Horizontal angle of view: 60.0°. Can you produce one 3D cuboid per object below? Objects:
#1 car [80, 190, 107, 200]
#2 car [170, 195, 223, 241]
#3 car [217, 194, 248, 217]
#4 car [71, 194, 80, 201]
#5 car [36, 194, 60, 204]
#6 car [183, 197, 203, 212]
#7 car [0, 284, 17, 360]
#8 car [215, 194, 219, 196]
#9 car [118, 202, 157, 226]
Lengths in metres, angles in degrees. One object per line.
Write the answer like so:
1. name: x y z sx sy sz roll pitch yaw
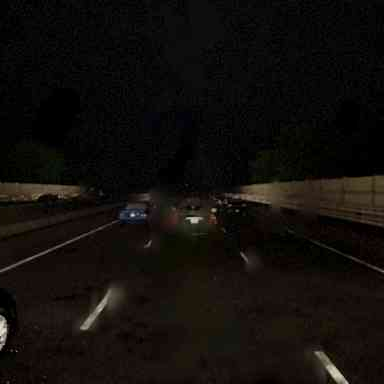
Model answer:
1. car: -14.081 0.769 48.891 2.150 2.045 5.566 0 0 0
2. car: 0.100 1.221 15.907 2.097 1.767 4.553 0 1 0
3. car: 3.556 1.225 28.279 2.128 1.511 4.902 0 1 0
4. car: -17.553 1.073 53.003 2.033 1.411 5.357 0 0 1
5. car: -21.065 1.054 48.810 1.837 1.490 4.892 0 0 0
6. car: 0.100 1.259 35.146 1.895 1.301 4.718 0 1 0
7. car: -3.399 1.484 2.788 1.837 1.490 4.892 0 0 0
8. car: 3.559 1.085 44.477 1.837 1.490 4.892 0 1 0
9. car: -3.399 1.357 21.584 2.033 1.411 5.357 0 1 0
